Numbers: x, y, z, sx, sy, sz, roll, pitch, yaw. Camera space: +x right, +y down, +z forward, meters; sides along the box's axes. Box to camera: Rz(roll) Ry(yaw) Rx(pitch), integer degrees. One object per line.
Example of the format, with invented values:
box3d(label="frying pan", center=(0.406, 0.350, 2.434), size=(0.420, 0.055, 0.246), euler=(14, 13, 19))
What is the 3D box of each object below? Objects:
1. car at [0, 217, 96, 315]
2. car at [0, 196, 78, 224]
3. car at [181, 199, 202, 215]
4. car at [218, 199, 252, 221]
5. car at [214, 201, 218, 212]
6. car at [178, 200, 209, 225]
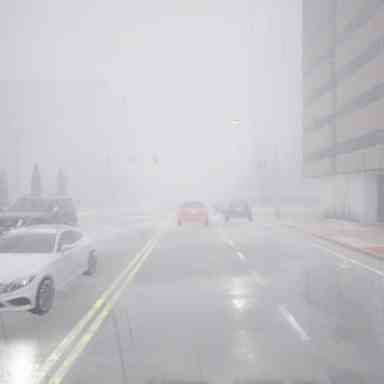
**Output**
box3d(label="car", center=(-3.591, 1.531, 7.719), size=(1.812, 1.442, 4.674), euler=(0, 0, 0))
box3d(label="car", center=(-7.111, 1.236, 15.524), size=(2.150, 2.045, 5.566), euler=(0, 0, 0))
box3d(label="car", center=(-0.153, 1.568, 36.094), size=(2.033, 1.411, 5.357), euler=(0, 0, -3))
box3d(label="car", center=(3.564, 1.367, 27.319), size=(2.097, 1.767, 4.553), euler=(0, 0, 0))
box3d(label="car", center=(3.544, 1.618, 38.336), size=(1.895, 1.301, 4.718), euler=(0, 0, 0))
box3d(label="car", center=(0.070, 1.366, 24.028), size=(2.097, 1.767, 4.553), euler=(0, 0, 0))
